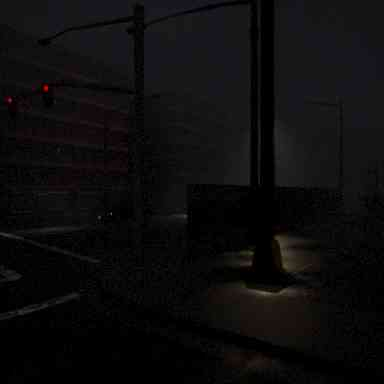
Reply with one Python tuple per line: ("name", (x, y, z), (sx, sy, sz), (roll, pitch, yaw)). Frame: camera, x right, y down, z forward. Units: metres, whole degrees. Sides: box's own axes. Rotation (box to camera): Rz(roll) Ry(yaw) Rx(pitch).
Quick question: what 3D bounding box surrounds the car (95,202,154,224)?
("car", (-4.927, 1.487, 24.787), (2.128, 1.511, 4.902), (0, 0, 35))
